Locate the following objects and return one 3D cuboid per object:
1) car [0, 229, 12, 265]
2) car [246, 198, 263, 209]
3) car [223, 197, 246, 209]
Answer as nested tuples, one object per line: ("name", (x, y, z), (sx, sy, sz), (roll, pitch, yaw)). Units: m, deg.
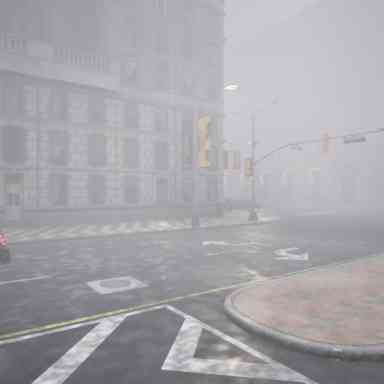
("car", (-7.317, 1.352, 8.608), (4.553, 1.767, 2.097), (0, 0, -35))
("car", (7.392, 1.547, 46.352), (2.033, 1.411, 5.357), (0, 0, -36))
("car", (4.518, 1.505, 44.363), (1.837, 1.490, 4.892), (0, 0, -36))
